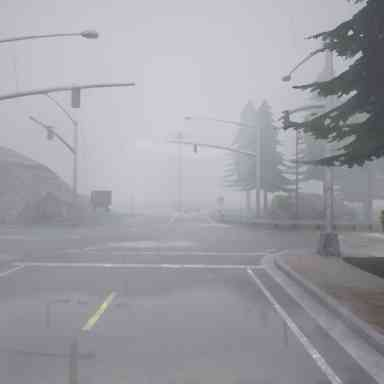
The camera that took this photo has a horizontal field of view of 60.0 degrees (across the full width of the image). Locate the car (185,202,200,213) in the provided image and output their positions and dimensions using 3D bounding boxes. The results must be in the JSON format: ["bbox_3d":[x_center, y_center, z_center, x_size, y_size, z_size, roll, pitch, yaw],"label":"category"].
[{"bbox_3d":[0.069,2.097,44.348,1.812,1.442,4.674,0,-4,3],"label":"car"}]
